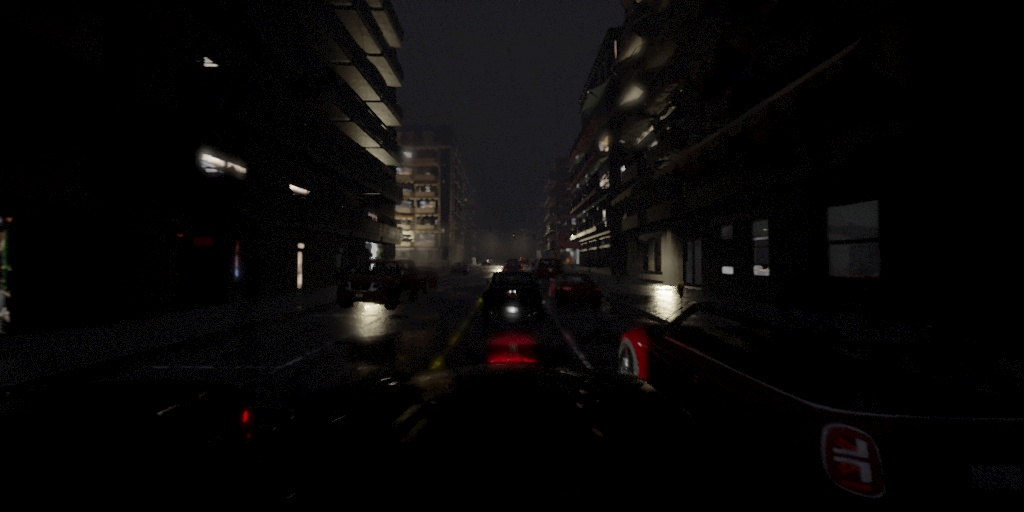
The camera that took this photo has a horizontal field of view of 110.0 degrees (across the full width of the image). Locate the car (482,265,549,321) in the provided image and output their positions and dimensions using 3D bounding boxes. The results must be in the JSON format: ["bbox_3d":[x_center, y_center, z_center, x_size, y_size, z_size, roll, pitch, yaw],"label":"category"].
[{"bbox_3d":[0.020,1.241,12.355,1.837,1.490,4.892,0,0,0],"label":"car"}]

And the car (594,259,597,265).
[{"bbox_3d":[13.752,1.173,54.899,4.403,1.370,2.007,0,0,0],"label":"car"}]

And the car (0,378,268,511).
[{"bbox_3d":[-2.853,1.299,0.435,2.033,1.411,5.357,0,0,0],"label":"car"}]

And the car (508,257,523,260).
[{"bbox_3d":[0.100,1.076,49.932,2.097,1.767,4.553,0,0,0],"label":"car"}]

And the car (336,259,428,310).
[{"bbox_3d":[-5.313,1.048,14.946,2.192,1.841,5.009,0,0,0],"label":"car"}]

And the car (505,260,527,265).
[{"bbox_3d":[0.105,1.295,32.997,1.994,1.385,4.181,0,0,0],"label":"car"}]

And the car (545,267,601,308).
[{"bbox_3d":[2.535,1.316,14.890,1.802,1.307,4.207,0,0,0],"label":"car"}]

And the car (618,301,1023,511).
[{"bbox_3d":[2.534,1.187,3.827,1.967,1.591,4.097,0,0,0],"label":"car"}]

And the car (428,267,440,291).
[{"bbox_3d":[-5.312,1.275,20.477,1.888,1.381,4.507,0,0,0],"label":"car"}]

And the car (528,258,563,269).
[{"bbox_3d":[2.537,1.044,25.952,2.192,1.841,5.009,0,0,0],"label":"car"}]

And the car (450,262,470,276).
[{"bbox_3d":[-5.310,1.314,37.070,1.802,1.307,4.207,0,0,0],"label":"car"}]
